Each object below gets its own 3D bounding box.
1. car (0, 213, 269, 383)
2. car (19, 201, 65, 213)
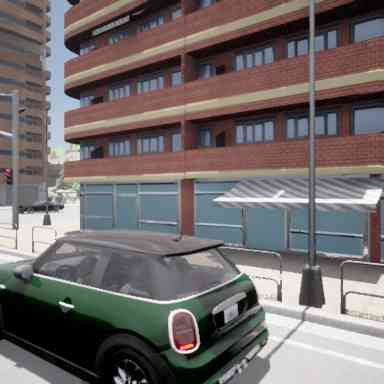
[{"bbox_3d":[-1.294,1.353,4.918,4.553,1.767,2.097,0,0,36],"label":"car"},{"bbox_3d":[-16.291,1.601,35.728,1.895,1.301,4.718,0,0,36],"label":"car"}]
